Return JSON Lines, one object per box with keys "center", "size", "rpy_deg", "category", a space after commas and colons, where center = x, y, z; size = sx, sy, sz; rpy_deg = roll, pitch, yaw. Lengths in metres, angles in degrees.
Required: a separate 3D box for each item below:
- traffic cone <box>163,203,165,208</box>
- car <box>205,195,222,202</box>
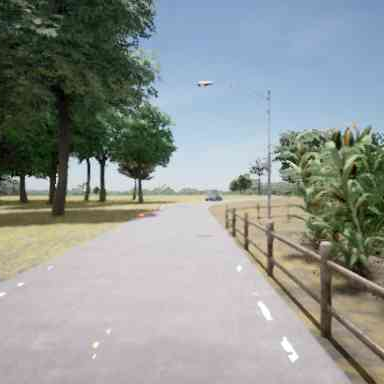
{"center": [-3.690, 1.771, 43.234], "size": [0.340, 0.580, 0.340], "rpy_deg": [0, 0, 4], "category": "traffic cone"}
{"center": [4.322, 1.200, 65.203], "size": [2.033, 1.411, 5.357], "rpy_deg": [0, 0, 26], "category": "car"}
